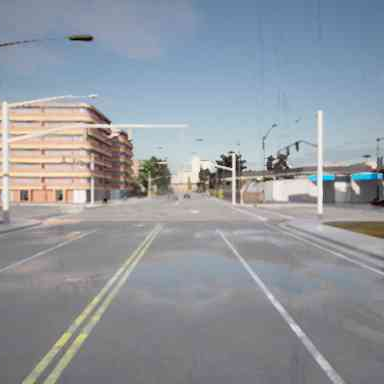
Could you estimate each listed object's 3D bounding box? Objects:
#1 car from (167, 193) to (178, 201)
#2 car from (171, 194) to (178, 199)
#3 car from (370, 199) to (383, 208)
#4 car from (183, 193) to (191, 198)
[{"bbox_3d":[-4.662,1.082,77.609,2.097,1.767,4.553,0,0,-1],"label":"car"},{"bbox_3d":[-4.901,1.262,93.357,1.895,1.301,4.718,0,0,-1],"label":"car"},{"bbox_3d":[26.351,1.377,44.302,4.718,1.301,1.895,0,0,-8],"label":"car"},{"bbox_3d":[-1.320,1.020,88.026,1.812,1.442,4.674,0,0,-1],"label":"car"}]
